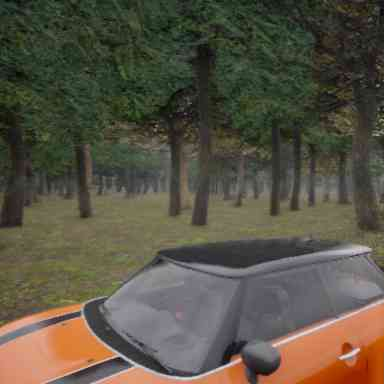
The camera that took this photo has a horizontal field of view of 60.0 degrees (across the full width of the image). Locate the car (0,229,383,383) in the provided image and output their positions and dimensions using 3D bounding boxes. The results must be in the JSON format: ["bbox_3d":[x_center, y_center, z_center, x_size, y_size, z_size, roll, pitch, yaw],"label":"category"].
[{"bbox_3d":[0.227,1.320,3.118,4.553,1.767,2.097,0,1,-34],"label":"car"}]
